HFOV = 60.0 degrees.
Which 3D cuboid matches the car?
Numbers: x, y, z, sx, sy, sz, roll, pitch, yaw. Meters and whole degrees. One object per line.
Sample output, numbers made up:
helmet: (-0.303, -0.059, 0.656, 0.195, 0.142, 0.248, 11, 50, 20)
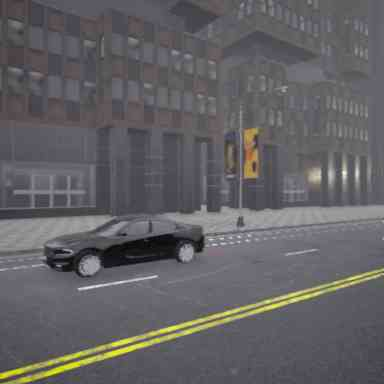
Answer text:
car: (-1.885, 1.484, 10.325, 5.008, 1.535, 1.882, 0, 0, -36)
